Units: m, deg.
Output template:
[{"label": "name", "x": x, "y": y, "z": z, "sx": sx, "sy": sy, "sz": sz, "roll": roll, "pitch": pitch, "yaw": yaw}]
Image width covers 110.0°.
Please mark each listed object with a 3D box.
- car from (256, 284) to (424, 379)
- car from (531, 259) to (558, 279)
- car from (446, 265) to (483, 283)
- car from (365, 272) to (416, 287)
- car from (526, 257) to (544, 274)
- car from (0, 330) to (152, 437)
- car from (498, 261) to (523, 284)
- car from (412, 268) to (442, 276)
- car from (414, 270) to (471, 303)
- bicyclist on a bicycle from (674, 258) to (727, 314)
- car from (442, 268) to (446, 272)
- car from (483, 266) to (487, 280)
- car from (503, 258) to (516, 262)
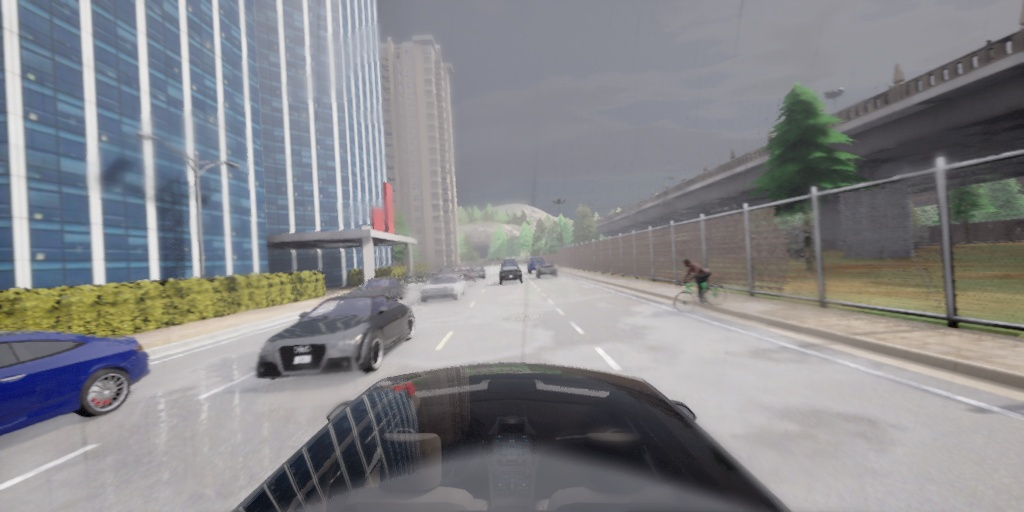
[{"label": "car", "x": -3.594, "y": 1.594, "z": 8.102, "sx": 1.994, "sy": 1.385, "sz": 4.181, "roll": -4, "pitch": 0, "yaw": -1}, {"label": "car", "x": 3.290, "y": 1.316, "z": 34.601, "sx": 2.128, "sy": 1.511, "sz": 4.902, "roll": -4, "pitch": 0, "yaw": 0}, {"label": "car", "x": -3.706, "y": 1.417, "z": 28.729, "sx": 1.994, "sy": 1.385, "sz": 4.181, "roll": -4, "pitch": 0, "yaw": -1}, {"label": "car", "x": -7.194, "y": 1.900, "z": 19.654, "sx": 2.033, "sy": 1.411, "sz": 5.357, "roll": -4, "pitch": -1, "yaw": -1}, {"label": "car", "x": 3.134, "y": 1.154, "z": 45.959, "sx": 2.150, "sy": 2.045, "sz": 5.566, "roll": -4, "pitch": 0, "yaw": 0}, {"label": "car", "x": -7.036, "y": 1.736, "z": 4.165, "sx": 1.812, "sy": 1.442, "sz": 4.674, "roll": -4, "pitch": 0, "yaw": -1}, {"label": "car", "x": -0.115, "y": 1.481, "z": 30.665, "sx": 1.882, "sy": 1.535, "sz": 5.008, "roll": -4, "pitch": -1, "yaw": -1}, {"label": "car", "x": -7.196, "y": 1.677, "z": 28.665, "sx": 1.895, "sy": 1.301, "sz": 4.718, "roll": -4, "pitch": 0, "yaw": -1}, {"label": "car", "x": -3.698, "y": 1.737, "z": 19.902, "sx": 1.895, "sy": 1.301, "sz": 4.718, "roll": -4, "pitch": -1, "yaw": -1}, {"label": "bicyclist on a bicycle", "x": 5.582, "y": 0.849, "z": 10.818, "sx": 1.656, "sy": 1.620, "sz": 0.582, "roll": -13, "pitch": 0, "yaw": -1}, {"label": "car", "x": -7.281, "y": 2.057, "z": 39.824, "sx": 1.837, "sy": 1.490, "sz": 4.892, "roll": -4, "pitch": -1, "yaw": 0}, {"label": "car", "x": -3.793, "y": 1.798, "z": 39.169, "sx": 2.128, "sy": 1.511, "sz": 4.902, "roll": -4, "pitch": -1, "yaw": 0}, {"label": "car", "x": -0.295, "y": 1.383, "z": 48.164, "sx": 2.150, "sy": 2.045, "sz": 5.566, "roll": -4, "pitch": -1, "yaw": 0}]
